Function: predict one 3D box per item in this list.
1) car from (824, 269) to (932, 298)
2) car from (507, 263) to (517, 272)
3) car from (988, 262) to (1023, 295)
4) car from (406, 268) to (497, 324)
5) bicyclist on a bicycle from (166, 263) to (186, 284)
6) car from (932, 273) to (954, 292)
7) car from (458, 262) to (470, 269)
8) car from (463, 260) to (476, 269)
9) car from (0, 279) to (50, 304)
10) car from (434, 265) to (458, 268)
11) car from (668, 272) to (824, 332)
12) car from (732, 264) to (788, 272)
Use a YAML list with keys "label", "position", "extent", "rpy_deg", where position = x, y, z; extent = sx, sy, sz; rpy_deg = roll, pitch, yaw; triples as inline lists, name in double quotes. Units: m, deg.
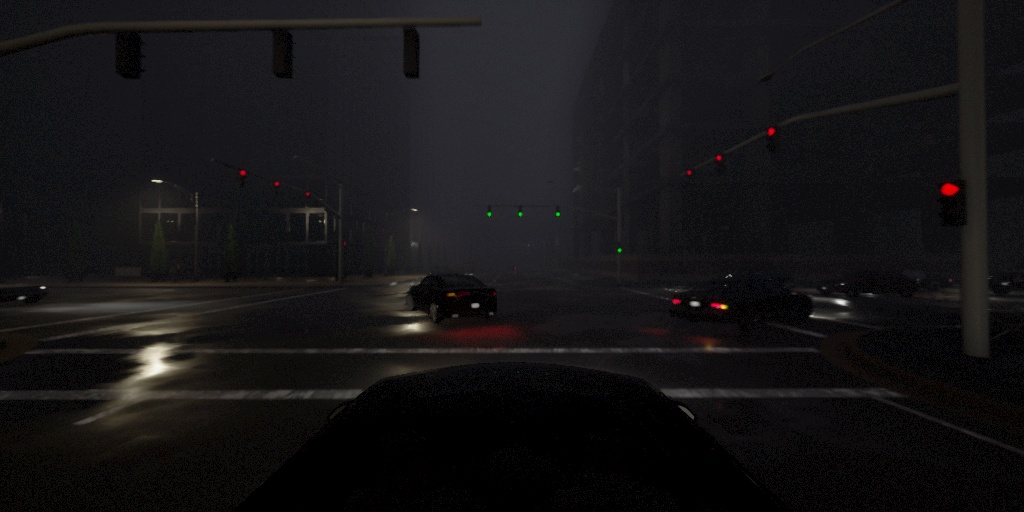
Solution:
- label: "car"
  position: [19.144, 1.451, 19.349]
  extent: [4.674, 1.442, 1.812]
  rpy_deg: [0, -1, 0]
- label: "car"
  position: [-0.028, 2.182, 65.192]
  extent: [1.895, 1.301, 4.718]
  rpy_deg: [0, -1, 0]
- label: "car"
  position: [29.410, 1.148, 19.414]
  extent: [5.566, 2.045, 2.150]
  rpy_deg: [0, -1, 0]
- label: "car"
  position: [-2.313, 1.344, 12.783]
  extent: [1.882, 1.535, 5.008]
  rpy_deg: [1, -1, -30]
- label: "bicyclist on a bicycle"
  position: [-25.423, 1.329, 27.157]
  extent: [0.582, 1.620, 1.656]
  rpy_deg: [0, 0, 0]
- label: "car"
  position: [24.686, 1.519, 22.892]
  extent: [5.357, 1.411, 2.033]
  rpy_deg: [0, -1, 0]
- label: "car"
  position: [-7.107, 1.889, 46.852]
  extent: [2.033, 1.411, 5.357]
  rpy_deg: [0, -1, 0]
- label: "car"
  position: [-7.034, 1.702, 57.486]
  extent: [2.150, 2.045, 5.566]
  rpy_deg: [0, -1, 0]
- label: "car"
  position: [-22.956, 1.472, 15.192]
  extent: [4.718, 1.301, 1.895]
  rpy_deg: [0, -1, 0]
- label: "car"
  position: [-7.114, 1.681, 36.341]
  extent: [1.882, 1.535, 5.008]
  rpy_deg: [0, -1, 0]
- label: "car"
  position: [7.268, 1.380, 11.239]
  extent: [5.357, 1.411, 2.033]
  rpy_deg: [0, -1, -30]
- label: "car"
  position: [15.217, 1.324, 22.877]
  extent: [4.553, 1.767, 2.097]
  rpy_deg: [0, -1, 0]
